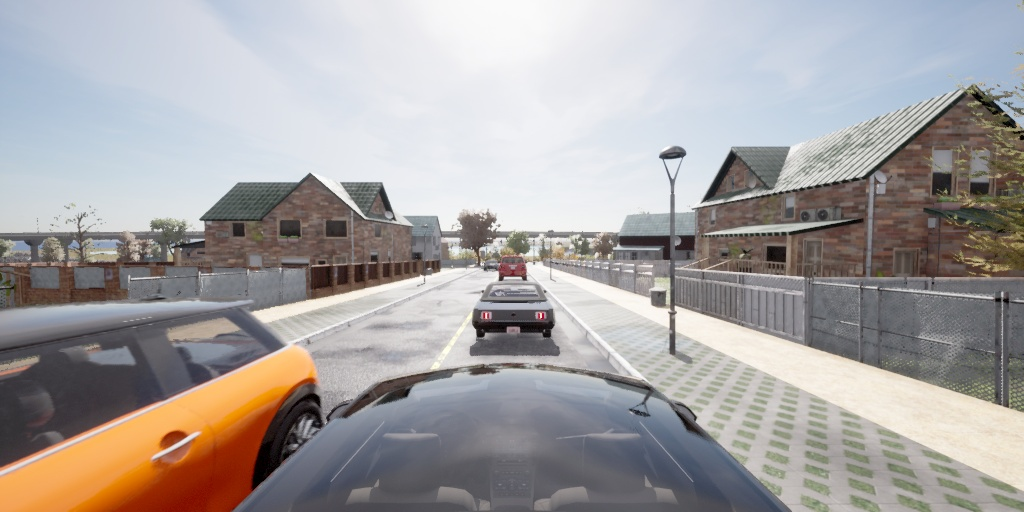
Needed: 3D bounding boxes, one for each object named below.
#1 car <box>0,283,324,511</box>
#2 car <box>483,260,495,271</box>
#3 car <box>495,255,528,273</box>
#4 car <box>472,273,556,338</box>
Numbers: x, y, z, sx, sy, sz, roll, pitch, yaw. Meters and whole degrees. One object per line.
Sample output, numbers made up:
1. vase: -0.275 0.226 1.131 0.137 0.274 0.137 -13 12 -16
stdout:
1. car: -2.833 1.101 1.436 2.097 1.767 4.553 0 0 1
2. car: -2.799 1.269 48.279 1.837 1.490 4.892 0 -1 0
3. car: 0.066 0.970 28.784 2.150 2.045 5.566 0 0 0
4. car: 0.054 1.347 10.137 1.895 1.301 4.718 0 0 0
